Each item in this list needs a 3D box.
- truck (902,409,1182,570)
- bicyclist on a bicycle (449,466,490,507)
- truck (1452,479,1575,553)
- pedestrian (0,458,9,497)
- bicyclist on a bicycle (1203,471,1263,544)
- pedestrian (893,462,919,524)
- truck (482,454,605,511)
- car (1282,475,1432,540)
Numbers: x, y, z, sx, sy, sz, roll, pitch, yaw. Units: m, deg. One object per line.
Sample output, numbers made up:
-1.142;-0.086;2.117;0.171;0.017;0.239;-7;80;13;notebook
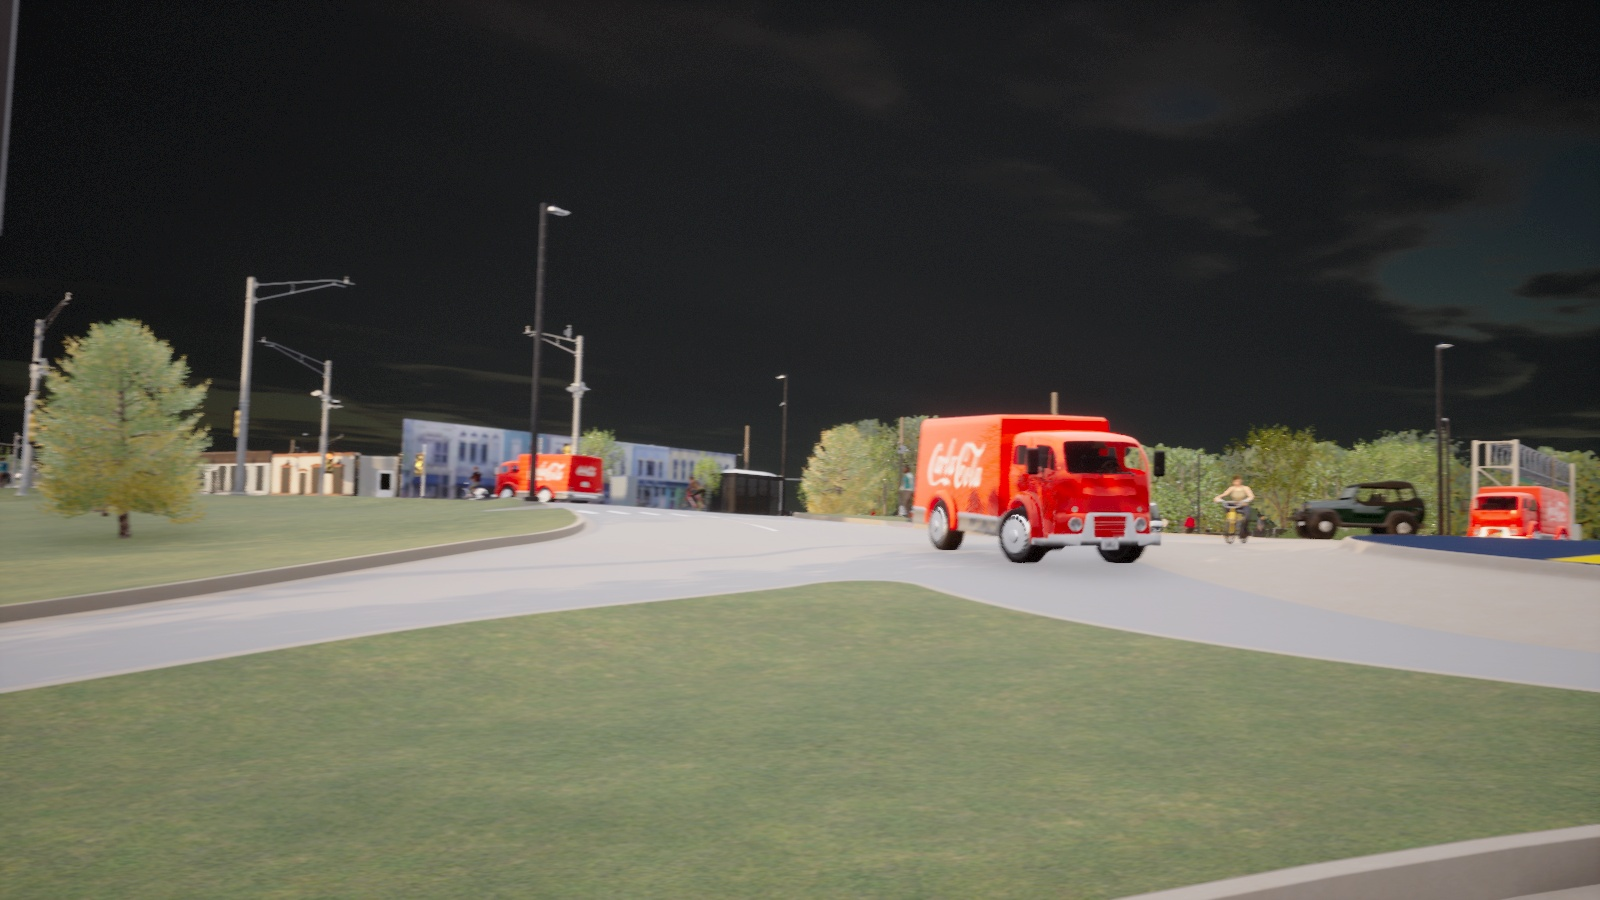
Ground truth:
4.030;0.615;22.140;2.627;2.467;5.204;1;0;-18;truck
-14.957;1.650;56.844;1.843;1.776;0.659;0;-5;33;bicyclist on a bicycle
26.556;2.520;46.693;5.204;2.467;2.627;7;-7;-45;truck
-40.605;1.409;63.721;0.692;1.930;0.396;-1;-5;25;pedestrian
9.959;1.321;28.846;0.866;1.612;1.509;-2;-3;37;bicyclist on a bicycle
3.388;1.376;40.161;0.692;1.930;0.396;4;-5;-28;pedestrian
-11.988;1.521;58.666;5.204;2.467;2.627;-1;-5;34;truck
17.258;1.815;39.066;3.866;1.878;1.905;1;-4;6;car
